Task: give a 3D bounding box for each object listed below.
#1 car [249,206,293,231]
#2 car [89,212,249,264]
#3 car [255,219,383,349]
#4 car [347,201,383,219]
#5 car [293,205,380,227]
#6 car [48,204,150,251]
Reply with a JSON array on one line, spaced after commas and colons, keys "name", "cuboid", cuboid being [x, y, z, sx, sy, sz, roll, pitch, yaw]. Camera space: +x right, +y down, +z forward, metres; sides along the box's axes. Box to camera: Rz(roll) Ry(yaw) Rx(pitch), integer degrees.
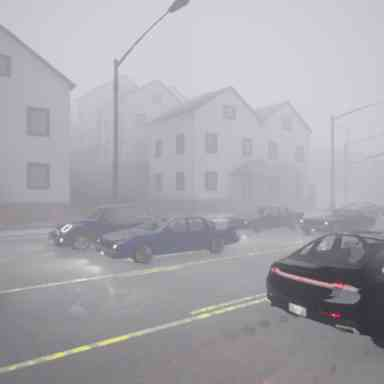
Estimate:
[{"name": "car", "cuboid": [4.624, 1.562, 20.102, 5.357, 1.411, 2.033, 0, 0, -35]}, {"name": "car", "cuboid": [-0.664, 1.553, 12.094, 5.357, 1.411, 2.033, 0, 0, -35]}, {"name": "car", "cuboid": [3.508, 1.498, 6.244, 4.902, 1.511, 2.128, 0, 0, -35]}, {"name": "car", "cuboid": [13.161, 1.503, 26.134, 5.008, 1.535, 1.882, 0, 0, -35]}, {"name": "car", "cuboid": [7.955, 1.618, 18.168, 4.718, 1.301, 1.895, 0, 0, -35]}, {"name": "car", "cuboid": [-3.651, 1.356, 14.267, 4.553, 1.767, 2.097, 0, 0, -35]}]
